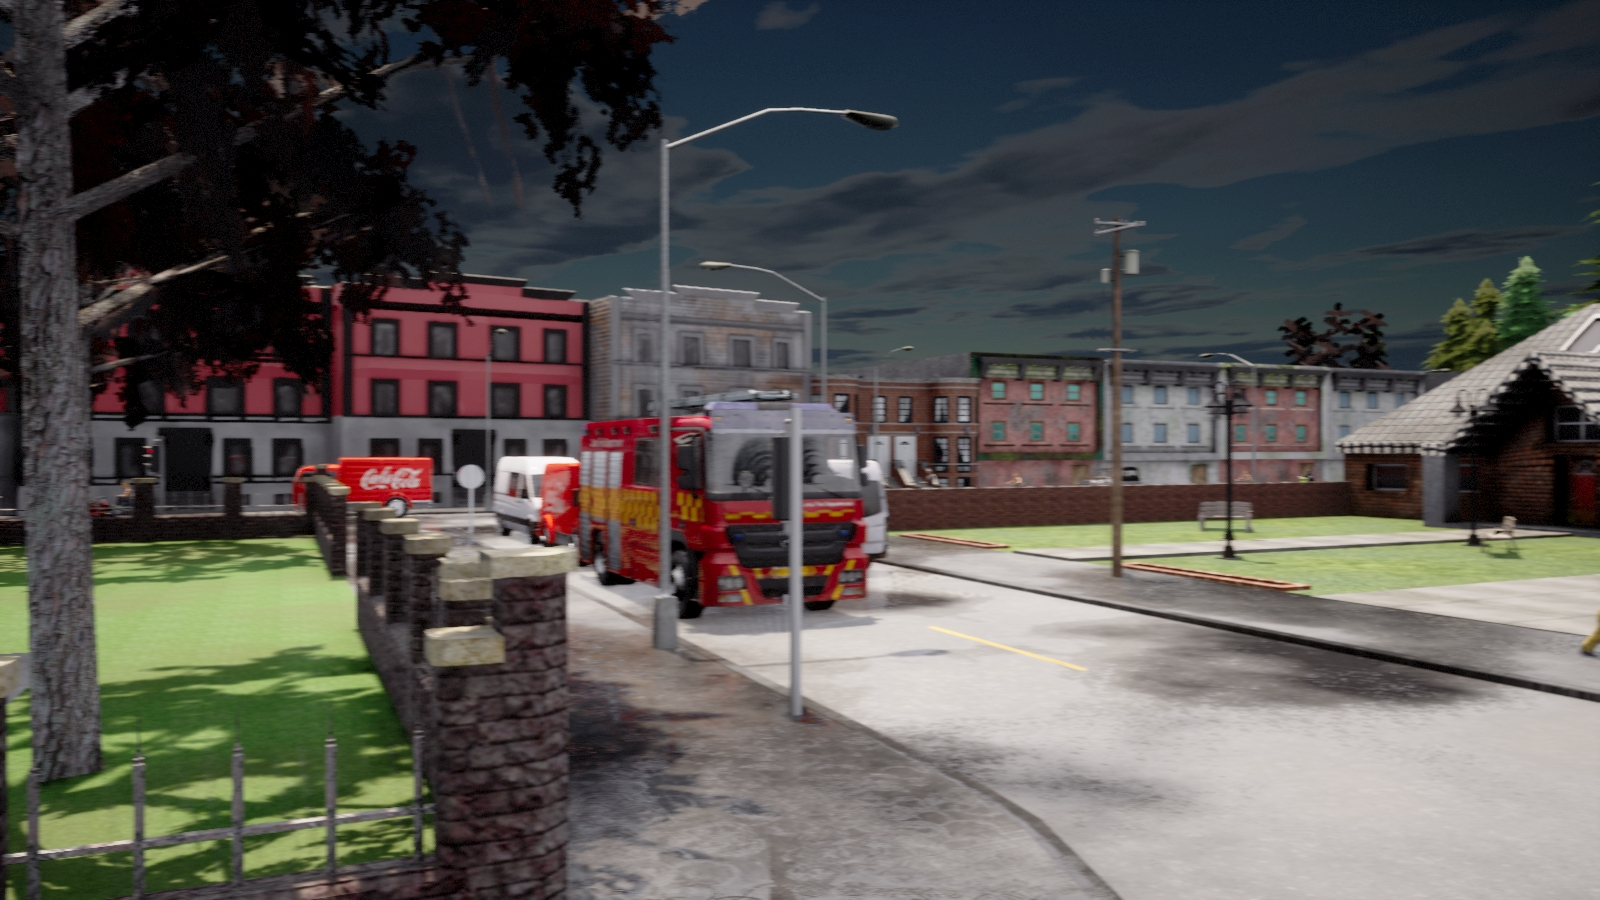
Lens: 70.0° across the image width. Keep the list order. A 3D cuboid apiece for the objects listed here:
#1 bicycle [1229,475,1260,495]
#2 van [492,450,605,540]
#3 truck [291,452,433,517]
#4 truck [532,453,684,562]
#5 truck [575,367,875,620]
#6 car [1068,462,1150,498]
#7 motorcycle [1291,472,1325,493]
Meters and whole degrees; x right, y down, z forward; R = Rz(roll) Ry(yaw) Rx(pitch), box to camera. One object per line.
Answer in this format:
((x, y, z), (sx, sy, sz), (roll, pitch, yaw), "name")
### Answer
((25.304, 1.971, 65.095), (1.487, 1.080, 0.859), (0, 0, -24), "bicycle")
((-7.966, 1.283, 35.710), (1.988, 2.561, 5.915), (0, 0, -28), "van")
((-17.585, 1.309, 45.855), (5.204, 2.467, 2.627), (0, 0, -24), "truck")
((-4.985, 1.322, 28.891), (2.627, 2.467, 5.204), (0, 0, -23), "truck")
((-1.853, 0.650, 21.740), (2.891, 3.827, 8.468), (0, 0, -24), "truck")
((16.549, 1.577, 61.191), (3.866, 1.878, 1.905), (0, 0, -24), "car")
((29.836, 1.893, 67.124), (1.805, 1.236, 0.856), (0, 0, -24), "motorcycle")
